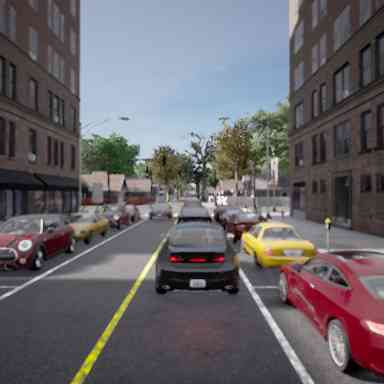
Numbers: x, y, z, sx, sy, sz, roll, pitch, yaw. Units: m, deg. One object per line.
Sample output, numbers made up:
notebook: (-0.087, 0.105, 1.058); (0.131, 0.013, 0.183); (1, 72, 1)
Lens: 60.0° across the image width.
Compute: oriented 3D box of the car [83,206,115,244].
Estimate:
car: (-5.343, 1.608, 16.283); (1.752, 1.417, 4.829); (0, 0, 0)

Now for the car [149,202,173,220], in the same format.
car: (-2.684, 1.680, 29.902); (1.812, 1.442, 4.674); (0, -1, 1)

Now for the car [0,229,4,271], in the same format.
car: (-5.375, 1.577, 5.416); (2.008, 1.369, 4.403); (0, 0, 0)

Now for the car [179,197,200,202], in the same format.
car: (0.080, 1.497, 27.978); (2.097, 1.767, 4.553); (0, 0, 0)

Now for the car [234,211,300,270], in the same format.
car: (2.667, 1.581, 11.084); (1.752, 1.417, 4.829); (0, 0, 0)

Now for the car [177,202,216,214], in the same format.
car: (0.153, 1.574, 18.922); (1.882, 1.535, 5.008); (0, 0, 0)

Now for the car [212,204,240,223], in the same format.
car: (2.715, 1.708, 27.468); (1.947, 1.339, 4.313); (0, 0, 0)

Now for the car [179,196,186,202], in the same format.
car: (-2.822, 2.034, 95.436); (1.882, 1.535, 5.008); (0, 0, 0)

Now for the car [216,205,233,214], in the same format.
car: (2.699, 1.695, 21.950); (1.802, 1.307, 4.206); (0, 0, 0)

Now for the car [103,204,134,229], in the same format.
car: (-5.327, 1.553, 21.972); (1.967, 1.590, 4.097); (0, 0, 0)

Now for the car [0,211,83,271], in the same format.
car: (-5.359, 1.494, 10.935); (1.967, 1.590, 4.097); (0, 0, 0)

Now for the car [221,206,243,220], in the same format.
car: (2.682, 1.628, 16.432); (1.887, 1.381, 4.507); (0, 0, 0)

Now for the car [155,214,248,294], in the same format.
car: (0.125, 1.549, 8.906); (1.837, 1.490, 4.892); (0, 0, 0)

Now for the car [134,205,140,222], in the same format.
car: (-5.310, 1.724, 27.491); (1.802, 1.307, 4.206); (0, 0, 0)

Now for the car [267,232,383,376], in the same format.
car: (2.650, 1.608, 5.395); (1.802, 1.307, 4.206); (0, 0, 0)
